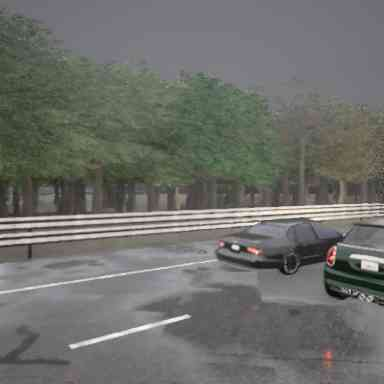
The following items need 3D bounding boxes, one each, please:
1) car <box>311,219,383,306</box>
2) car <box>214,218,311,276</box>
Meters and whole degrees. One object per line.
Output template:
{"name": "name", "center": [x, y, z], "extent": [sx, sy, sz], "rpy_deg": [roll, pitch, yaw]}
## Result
{"name": "car", "center": [4.914, 1.336, 7.123], "extent": [4.553, 1.767, 2.097], "rpy_deg": [0, 0, -34]}
{"name": "car", "center": [3.239, 1.522, 10.273], "extent": [5.357, 1.411, 2.033], "rpy_deg": [0, 0, -34]}
